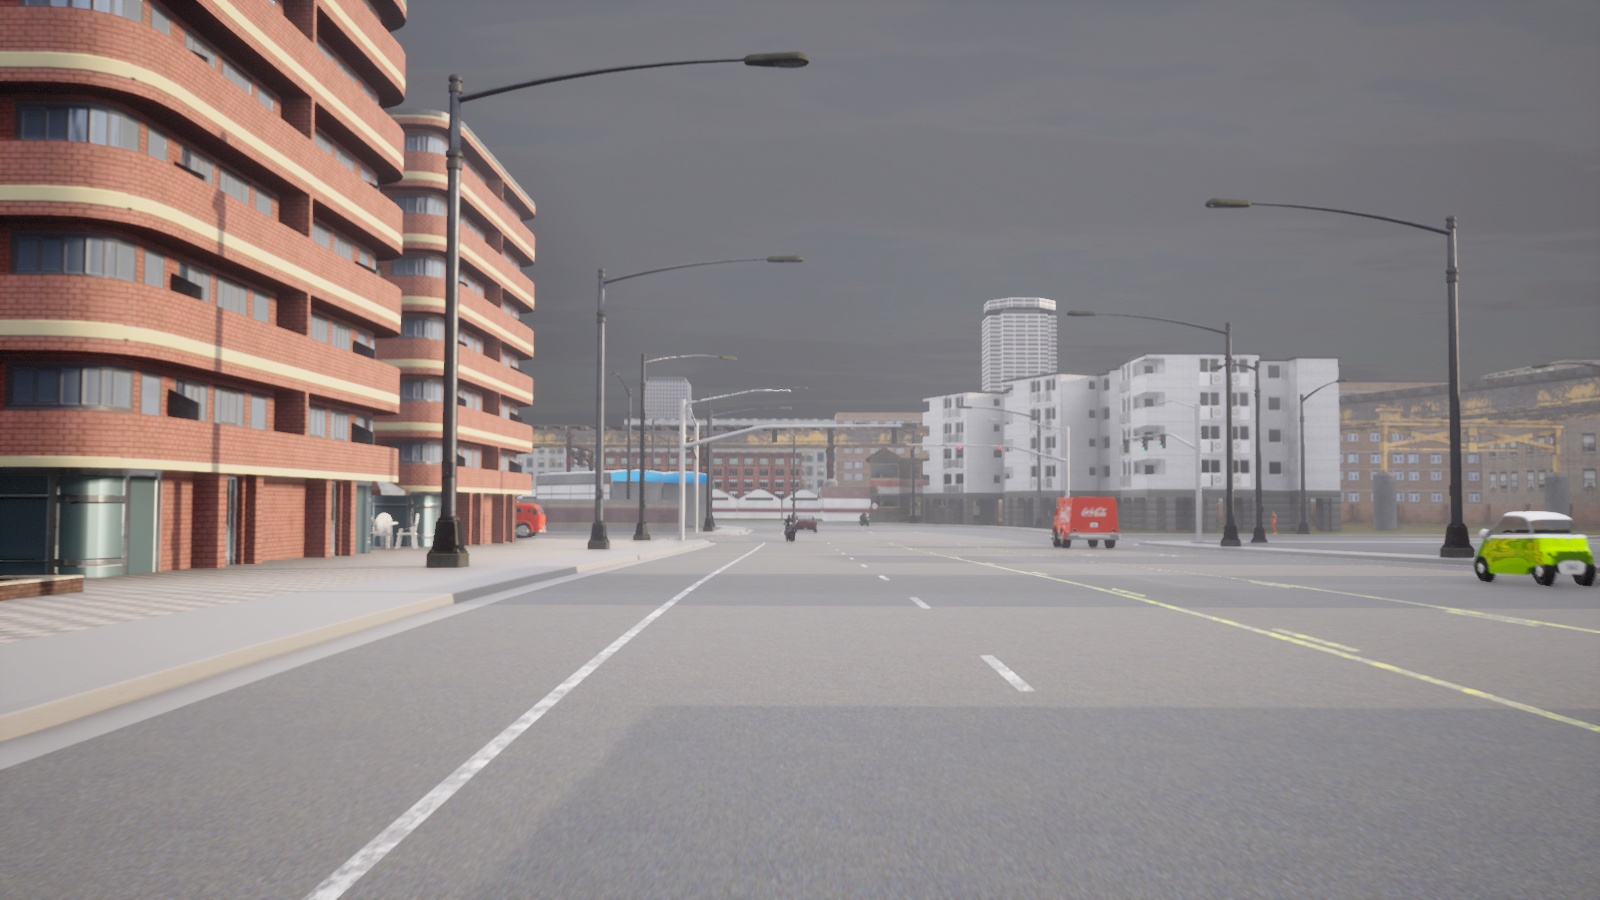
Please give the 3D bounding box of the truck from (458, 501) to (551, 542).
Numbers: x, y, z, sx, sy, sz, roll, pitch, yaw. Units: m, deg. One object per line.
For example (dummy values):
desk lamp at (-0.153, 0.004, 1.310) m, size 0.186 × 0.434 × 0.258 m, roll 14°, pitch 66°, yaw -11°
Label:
truck at (-18.503, 4.477, 78.799) m, size 5.204 × 2.467 × 2.627 m, roll 0°, pitch -2°, yaw -1°

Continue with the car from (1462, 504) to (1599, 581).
car at (13.945, 1.738, 23.909) m, size 1.481 × 1.376 × 2.207 m, roll 0°, pitch -3°, yaw 0°

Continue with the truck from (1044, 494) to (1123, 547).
truck at (13.866, 3.471, 61.756) m, size 2.627 × 2.467 × 5.204 m, roll 0°, pitch -3°, yaw -1°
